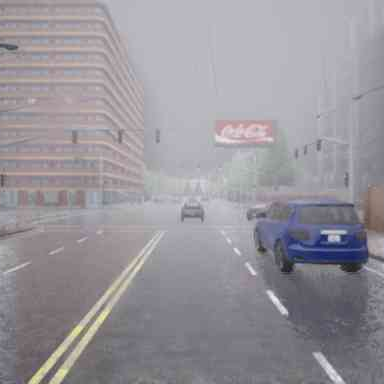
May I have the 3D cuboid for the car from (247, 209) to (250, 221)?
[{"bbox_3d":[6.191,1.616,27.391,1.812,1.442,4.674,-1,-1,37],"label":"car"}]

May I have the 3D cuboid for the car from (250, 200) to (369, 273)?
[{"bbox_3d":[3.550,1.257,10.934,2.150,2.045,5.566,0,0,0],"label":"car"}]

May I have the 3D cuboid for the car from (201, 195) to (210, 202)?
[{"bbox_3d":[3.472,1.637,86.797,2.097,1.767,4.553,0,0,0],"label":"car"}]

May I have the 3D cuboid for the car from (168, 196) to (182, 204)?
[{"bbox_3d":[-3.523,1.758,70.904,1.812,1.442,4.674,0,0,0],"label":"car"}]

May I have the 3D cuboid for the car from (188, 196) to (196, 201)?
[{"bbox_3d":[-0.031,1.801,95.618,2.033,1.411,5.357,0,0,0],"label":"car"}]

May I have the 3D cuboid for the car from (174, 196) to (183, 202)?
[{"bbox_3d":[-3.528,1.825,86.982,1.994,1.385,4.181,0,0,0],"label":"car"}]

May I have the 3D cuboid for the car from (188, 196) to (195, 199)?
[{"bbox_3d":[-0.028,1.804,85.947,2.128,1.511,4.902,0,0,0],"label":"car"}]

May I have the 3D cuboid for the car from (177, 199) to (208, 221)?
[{"bbox_3d":[0.060,1.585,28.023,2.128,1.511,4.902,0,0,0],"label":"car"}]

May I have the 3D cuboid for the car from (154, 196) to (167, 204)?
[{"bbox_3d":[-7.023,1.711,70.904,1.882,1.535,5.008,0,0,0],"label":"car"}]
